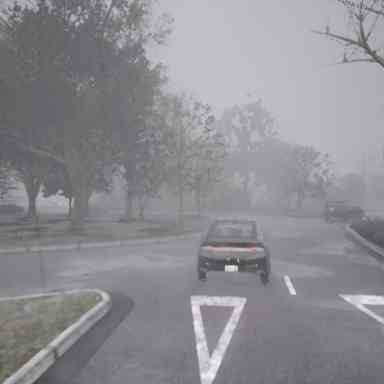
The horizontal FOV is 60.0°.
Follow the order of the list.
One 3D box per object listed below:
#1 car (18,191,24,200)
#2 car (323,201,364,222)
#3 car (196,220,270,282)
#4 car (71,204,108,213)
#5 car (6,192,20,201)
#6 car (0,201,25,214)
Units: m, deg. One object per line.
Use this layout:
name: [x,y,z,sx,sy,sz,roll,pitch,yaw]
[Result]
car: [-42.914,1.298,80.499,1.946,1.575,5.366,1,2,-18]
car: [15.395,1.912,33.727,5.566,2.045,2.150,2,-3,-43]
car: [1.328,1.588,10.094,2.128,1.511,4.902,0,-1,10]
car: [-15.889,2.503,51.881,5.357,1.411,2.033,0,-1,-6]
car: [-41.197,1.518,75.254,1.946,1.575,5.366,1,2,-18]
car: [-25.159,2.298,44.818,4.674,1.442,1.812,1,-2,-37]
